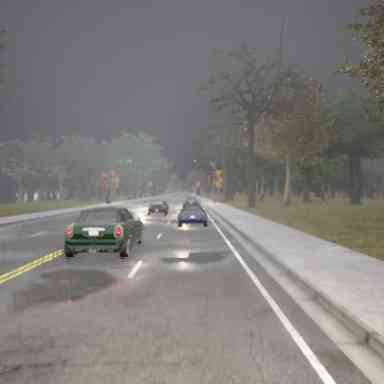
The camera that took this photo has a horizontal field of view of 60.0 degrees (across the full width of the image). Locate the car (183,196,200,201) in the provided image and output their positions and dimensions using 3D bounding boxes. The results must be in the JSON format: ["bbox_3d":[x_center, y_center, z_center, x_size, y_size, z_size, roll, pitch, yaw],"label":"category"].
[{"bbox_3d":[-0.074,1.340,40.995,2.097,1.767,4.553,0,0,0],"label":"car"}]

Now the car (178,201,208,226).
[{"bbox_3d":[0.039,1.553,23.134,1.994,1.385,4.181,0,0,0],"label":"car"}]

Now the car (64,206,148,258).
[{"bbox_3d":[-3.174,1.345,12.841,2.097,1.767,4.553,0,0,0],"label":"car"}]

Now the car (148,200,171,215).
[{"bbox_3d":[-3.266,1.514,33.035,1.812,1.442,4.674,0,0,0],"label":"car"}]
